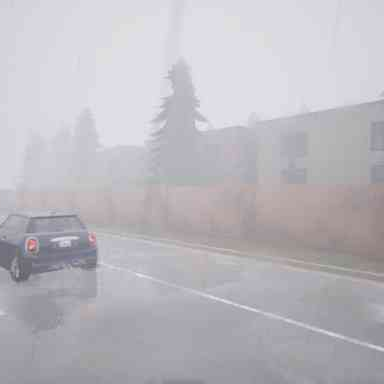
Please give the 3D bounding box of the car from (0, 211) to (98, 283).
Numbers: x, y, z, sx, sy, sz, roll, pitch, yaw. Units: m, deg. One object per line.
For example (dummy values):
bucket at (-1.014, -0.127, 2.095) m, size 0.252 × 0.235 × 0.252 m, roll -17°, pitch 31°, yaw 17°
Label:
car at (-4.731, 1.352, 10.041) m, size 2.097 × 1.767 × 4.553 m, roll 0°, pitch 0°, yaw -44°
